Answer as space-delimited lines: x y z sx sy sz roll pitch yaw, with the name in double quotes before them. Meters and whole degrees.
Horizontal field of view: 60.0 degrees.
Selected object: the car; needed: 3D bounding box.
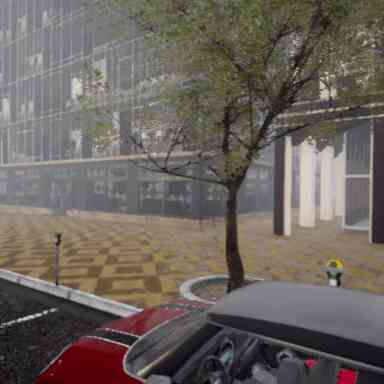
"car" 0.596 1.436 2.439 4.097 1.590 1.967 0 1 35
